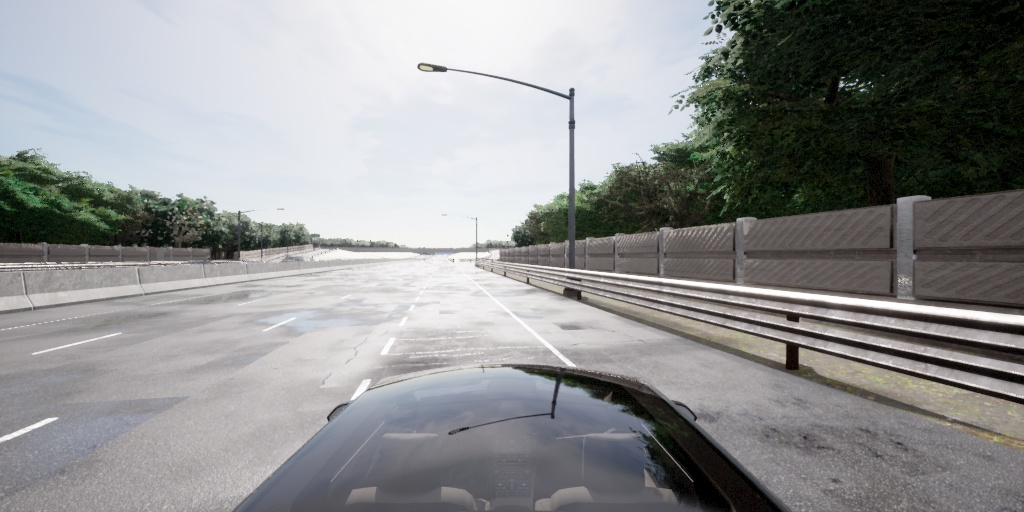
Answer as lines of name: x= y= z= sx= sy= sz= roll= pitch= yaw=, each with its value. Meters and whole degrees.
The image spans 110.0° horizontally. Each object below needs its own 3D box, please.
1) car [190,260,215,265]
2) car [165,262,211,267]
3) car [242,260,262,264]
car: x=-40.254 y=1.295 z=45.988 sx=1.837 sy=1.490 sz=4.892 roll=0 pitch=-1 yaw=-10
car: x=-26.215 y=1.362 z=27.905 sx=1.895 sy=1.301 sz=4.718 roll=0 pitch=0 yaw=-11
car: x=-37.765 y=1.322 z=51.967 sx=1.812 sy=1.442 sz=4.674 roll=0 pitch=0 yaw=-10
